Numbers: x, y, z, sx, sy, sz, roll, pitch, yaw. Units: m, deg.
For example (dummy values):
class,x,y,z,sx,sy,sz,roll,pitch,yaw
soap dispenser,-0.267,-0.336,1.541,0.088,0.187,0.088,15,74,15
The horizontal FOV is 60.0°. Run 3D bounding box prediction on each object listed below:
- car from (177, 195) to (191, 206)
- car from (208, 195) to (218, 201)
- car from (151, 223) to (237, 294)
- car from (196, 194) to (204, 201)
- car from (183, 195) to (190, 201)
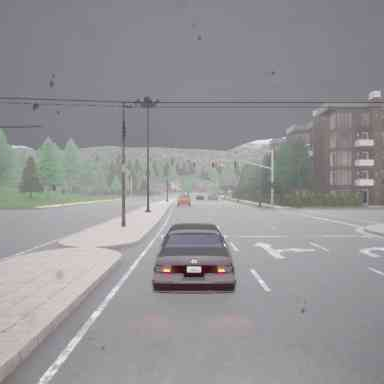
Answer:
class,x,y,z,sx,sy,sz,roll,pitch,yaw
car,-1.309,1.352,54.697,2.097,1.767,4.553,0,0,-1
car,5.555,1.539,85.562,2.033,1.411,5.357,0,0,0
car,0.050,1.547,8.951,2.033,1.411,5.357,0,0,0
car,2.055,1.477,85.558,1.882,1.535,5.008,0,0,0
car,-1.445,1.522,85.522,1.812,1.442,4.674,0,0,0
